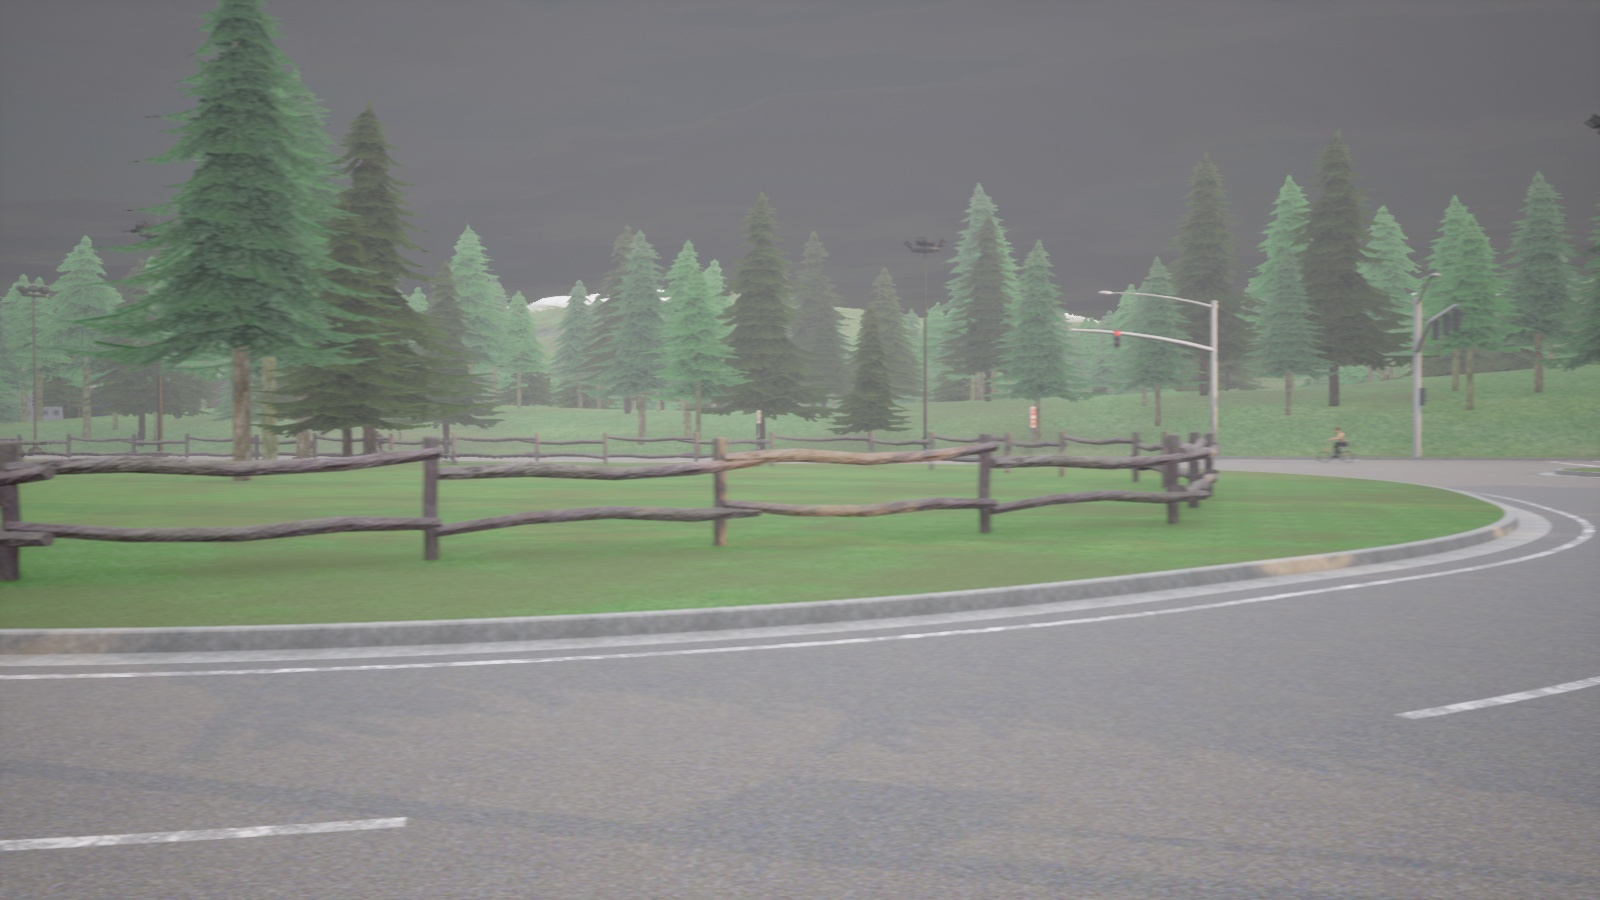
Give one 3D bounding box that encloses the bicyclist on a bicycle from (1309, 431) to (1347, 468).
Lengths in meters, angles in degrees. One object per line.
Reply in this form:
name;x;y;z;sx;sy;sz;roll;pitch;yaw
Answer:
bicyclist on a bicycle;23.455;-0.042;55.804;1.509;1.612;0.866;1;1;19
